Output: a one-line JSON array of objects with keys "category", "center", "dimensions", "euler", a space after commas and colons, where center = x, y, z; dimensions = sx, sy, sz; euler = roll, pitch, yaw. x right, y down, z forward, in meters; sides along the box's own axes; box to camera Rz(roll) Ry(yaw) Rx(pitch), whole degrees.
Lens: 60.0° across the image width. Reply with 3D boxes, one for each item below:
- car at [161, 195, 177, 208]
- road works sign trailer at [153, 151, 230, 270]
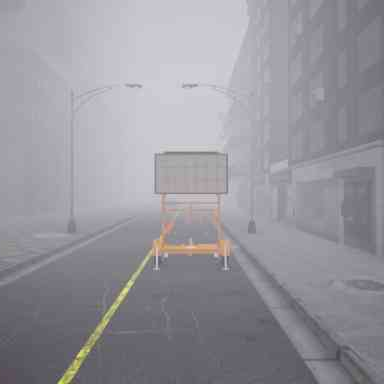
[{"category": "car", "center": [-3.090, 1.599, 48.132], "dimensions": [2.033, 1.411, 5.357], "euler": [0, 0, 0]}, {"category": "road works sign trailer", "center": [-0.023, 0.467, 11.022], "dimensions": [2.380, 3.560, 2.880], "euler": [0, 0, 0]}]
